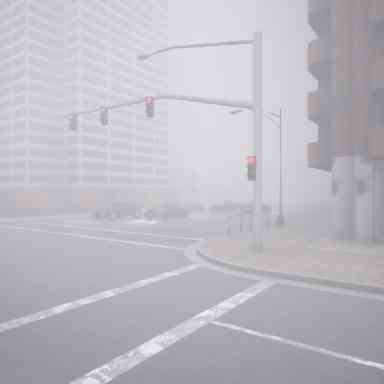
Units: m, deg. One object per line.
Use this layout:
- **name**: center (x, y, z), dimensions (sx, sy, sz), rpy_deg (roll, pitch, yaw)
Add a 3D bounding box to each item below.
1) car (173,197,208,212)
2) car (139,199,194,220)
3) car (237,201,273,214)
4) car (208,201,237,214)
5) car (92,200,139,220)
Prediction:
- **car**: center (-0.474, 1.564, 36.265), dimensions (1.994, 1.385, 4.181), rpy_deg (0, 0, 35)
- **car**: center (-2.082, 1.564, 27.899), dimensions (1.994, 1.385, 4.181), rpy_deg (0, 0, 35)
- **car**: center (6.670, 1.564, 33.944), dimensions (1.994, 1.385, 4.181), rpy_deg (0, 0, 35)
- **car**: center (3.788, 1.601, 36.235), dimensions (1.895, 1.301, 4.718), rpy_deg (0, 0, 35)
- **car**: center (-6.192, 1.505, 28.138), dimensions (1.837, 1.490, 4.892), rpy_deg (0, 0, 35)
